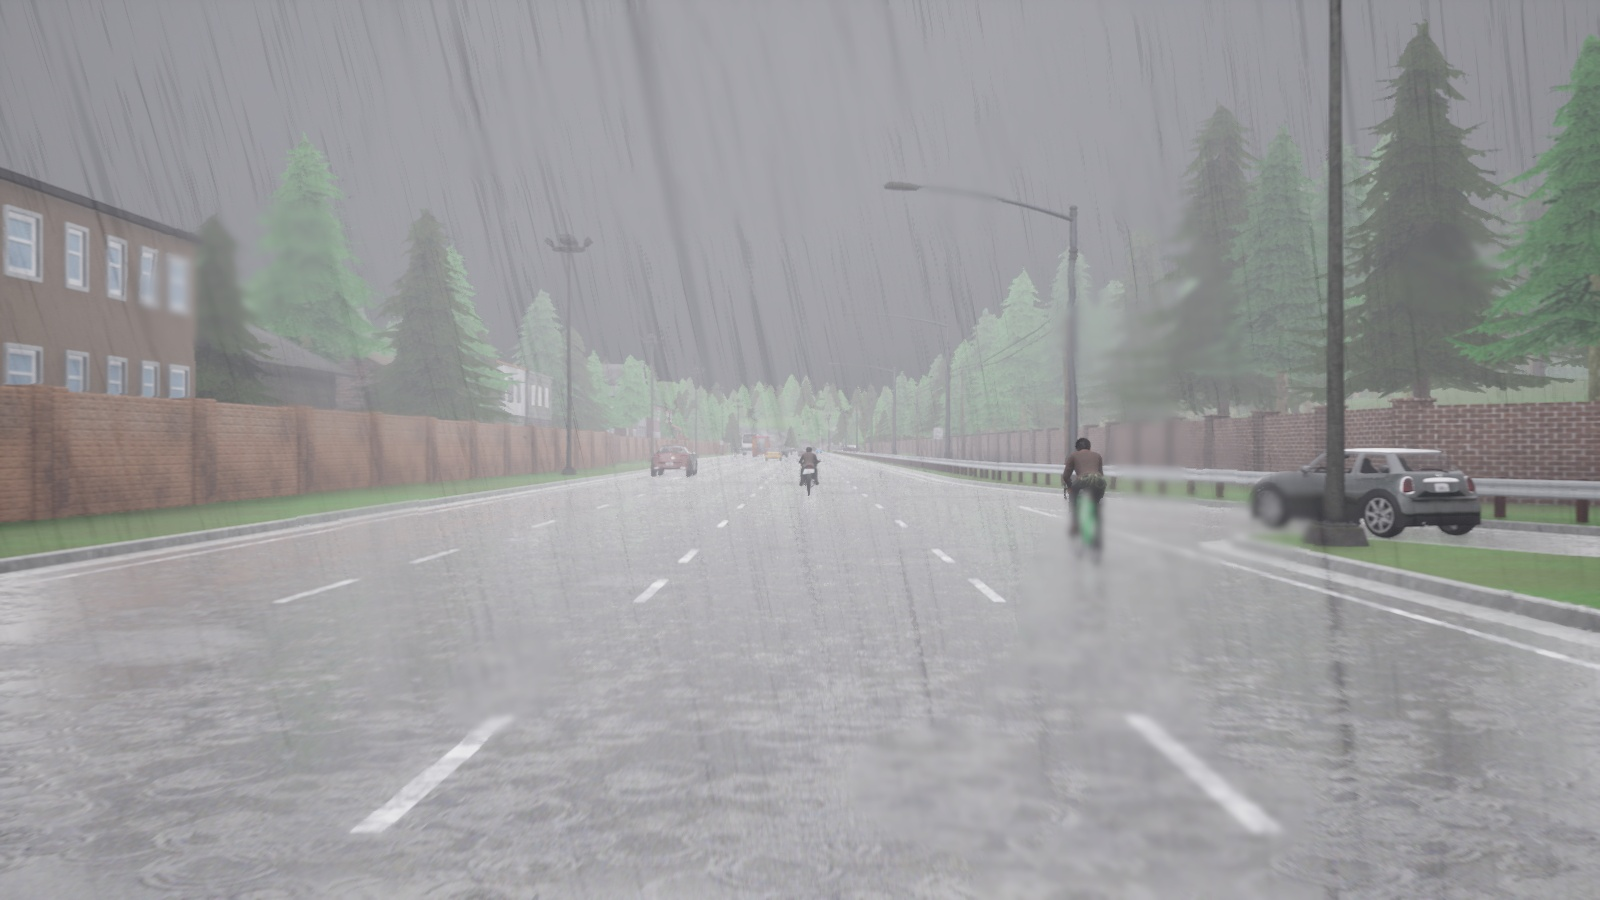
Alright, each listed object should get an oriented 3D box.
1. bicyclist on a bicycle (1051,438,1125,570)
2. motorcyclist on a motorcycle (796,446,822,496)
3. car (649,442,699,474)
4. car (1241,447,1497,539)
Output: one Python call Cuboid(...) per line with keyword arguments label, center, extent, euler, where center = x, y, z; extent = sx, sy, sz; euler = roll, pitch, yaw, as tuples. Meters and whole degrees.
Cuboid(label="bicyclist on a bicycle", center=(3.708, 0.672, 16.283), extent=(0.582, 1.620, 1.656), euler=(0, 0, 0))
Cuboid(label="motorcyclist on a motorcycle", center=(0.272, 0.653, 39.310), extent=(0.797, 1.523, 2.044), euler=(0, 0, 0))
Cuboid(label="car", center=(-6.658, 0.390, 66.857), extent=(2.152, 1.651, 5.027), euler=(0, 0, 0))
Cuboid(label="car", center=(9.862, 0.678, 22.087), extent=(1.970, 1.475, 3.806), euler=(0, 0, -21))
